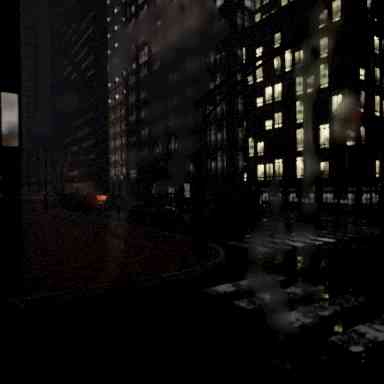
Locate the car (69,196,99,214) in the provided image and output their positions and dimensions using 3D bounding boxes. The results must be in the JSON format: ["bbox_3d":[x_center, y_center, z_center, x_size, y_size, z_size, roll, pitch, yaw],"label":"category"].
[{"bbox_3d":[-10.516,1.364,33.421,1.947,1.339,4.313,0,1,-35],"label":"car"}]

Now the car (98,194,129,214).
[{"bbox_3d":[-7.194,1.267,33.153,2.128,1.511,4.902,-1,1,-35],"label":"car"}]

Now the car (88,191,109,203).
[{"bbox_3d":[-15.944,0.814,56.782,2.097,1.767,4.553,-1,1,-35],"label":"car"}]

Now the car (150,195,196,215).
[{"bbox_3d":[-1.473,1.320,30.517,2.033,1.411,5.357,-1,1,-34],"label":"car"}]

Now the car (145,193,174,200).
[{"bbox_3d":[-3.642,0.981,38.208,2.192,1.841,5.009,-1,1,-35],"label":"car"}]

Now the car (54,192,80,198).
[{"bbox_3d":[-18.863,1.115,50.249,1.837,1.490,4.892,-1,1,-34],"label":"car"}]

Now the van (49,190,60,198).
[{"bbox_3d":[-32.458,0.550,80.008,1.690,1.788,3.998,0,1,-35],"label":"van"}]

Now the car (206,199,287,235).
[{"bbox_3d":[3.001,1.418,18.666,2.128,1.511,4.902,-1,1,-38],"label":"car"}]

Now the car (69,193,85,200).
[{"bbox_3d":[-22.853,0.908,66.077,1.887,1.381,4.507,0,1,-35],"label":"car"}]

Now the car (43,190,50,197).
[{"bbox_3d":[-35.660,0.707,84.655,2.008,1.369,4.403,0,1,-35],"label":"car"}]

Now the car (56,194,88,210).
[{"bbox_3d":[-13.719,1.299,38.066,2.008,1.369,4.403,0,1,-35],"label":"car"}]

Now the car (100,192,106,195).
[{"bbox_3d":[-11.959,1.028,51.064,1.837,1.490,4.892,-1,1,-35],"label":"car"}]

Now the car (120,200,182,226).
[{"bbox_3d":[-2.885,1.465,22.401,2.008,1.369,4.403,0,1,-35],"label":"car"}]

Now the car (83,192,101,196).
[{"bbox_3d":[-16.310,1.050,51.963,1.837,1.490,4.892,-1,2,-34],"label":"car"}]

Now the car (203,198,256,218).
[{"bbox_3d":[3.109,1.296,28.351,1.752,1.417,4.829,-1,1,-35],"label":"car"}]
